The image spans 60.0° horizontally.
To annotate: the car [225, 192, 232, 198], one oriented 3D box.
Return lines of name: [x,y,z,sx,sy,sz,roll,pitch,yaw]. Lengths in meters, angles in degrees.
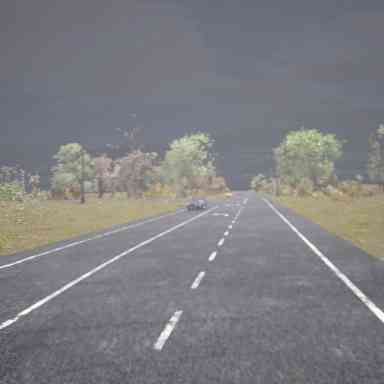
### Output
car: [10.035,0.880,91.353,1.882,1.535,5.008,-3,0,10]

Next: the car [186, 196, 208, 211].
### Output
car: [0.630,1.258,39.999,2.097,1.767,4.553,-3,0,9]
